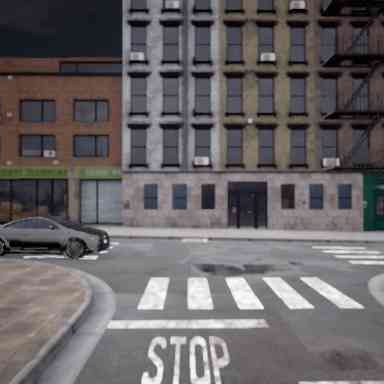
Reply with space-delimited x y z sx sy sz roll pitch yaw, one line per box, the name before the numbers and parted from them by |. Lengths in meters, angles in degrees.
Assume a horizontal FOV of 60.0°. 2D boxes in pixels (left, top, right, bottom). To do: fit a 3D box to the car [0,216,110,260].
car | -5.167 1.574 12.118 4.181 1.385 1.994 1 -1 -1
